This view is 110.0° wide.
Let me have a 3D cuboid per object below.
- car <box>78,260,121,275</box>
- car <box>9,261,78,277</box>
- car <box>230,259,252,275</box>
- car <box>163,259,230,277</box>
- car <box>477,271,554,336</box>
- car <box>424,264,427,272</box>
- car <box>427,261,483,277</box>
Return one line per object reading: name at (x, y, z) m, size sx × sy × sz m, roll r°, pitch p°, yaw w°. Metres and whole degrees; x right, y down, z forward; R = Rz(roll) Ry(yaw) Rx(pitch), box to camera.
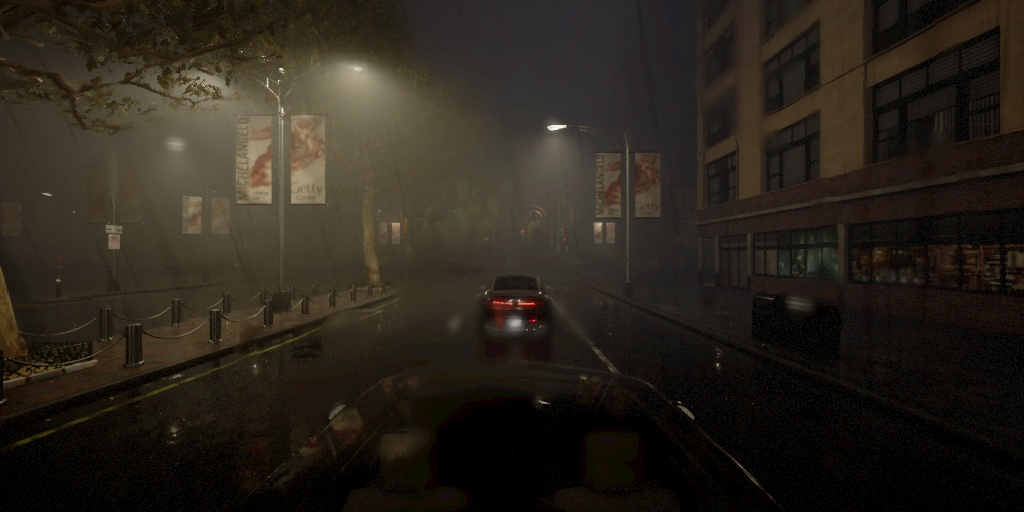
car at (-45.044, 1.227, 38.445) m, size 5.008 × 1.535 × 1.882 m, roll 0°, pitch 0°, yaw 0°
car at (-45.872, 1.314, 34.943) m, size 4.181 × 1.385 × 1.994 m, roll 0°, pitch 0°, yaw 0°
car at (-30.536, 1.101, 38.325) m, size 4.553 × 1.767 × 2.097 m, roll 0°, pitch 0°, yaw 1°
car at (-30.848, 1.227, 34.830) m, size 5.008 × 1.535 × 1.882 m, roll 0°, pitch 0°, yaw 1°
car at (0.124, 1.255, 10.385) m, size 1.837 × 1.490 × 4.892 m, roll 0°, pitch 0°, yaw 1°
car at (-6.818, 1.255, 38.042) m, size 4.892 × 1.490 × 1.837 m, roll 0°, pitch 0°, yaw 1°
car at (-5.285, 1.241, 34.523) m, size 4.902 × 1.511 × 2.128 m, roll 0°, pitch 0°, yaw 1°
